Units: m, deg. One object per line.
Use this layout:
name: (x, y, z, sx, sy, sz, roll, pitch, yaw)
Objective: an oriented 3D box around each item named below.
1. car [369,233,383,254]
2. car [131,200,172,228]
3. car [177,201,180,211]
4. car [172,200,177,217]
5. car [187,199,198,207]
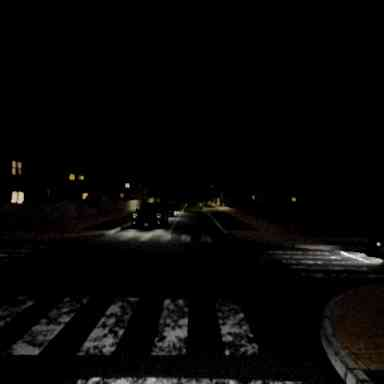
car: (9.395, 1.933, 13.203, 4.181, 1.385, 1.994, 1, -1, 0)
car: (-2.890, 1.551, 23.687, 2.097, 1.767, 4.553, 0, -1, 2)
car: (-2.812, 1.938, 48.217, 2.128, 1.511, 4.902, 0, -1, 0)
car: (-2.835, 1.831, 34.868, 1.812, 1.442, 4.674, 0, -1, 0)
car: (0.026, 2.143, 65.163, 1.837, 1.490, 4.892, 0, -1, 0)
